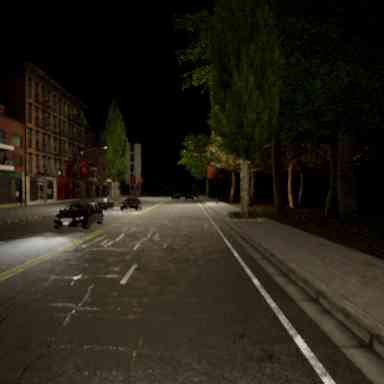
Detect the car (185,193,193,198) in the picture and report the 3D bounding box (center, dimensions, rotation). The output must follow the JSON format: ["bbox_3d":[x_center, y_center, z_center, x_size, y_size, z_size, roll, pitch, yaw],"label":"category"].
[{"bbox_3d":[-0.720,0.949,88.242,1.994,1.385,4.181,0,1,0],"label":"car"}]

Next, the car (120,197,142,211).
[{"bbox_3d":[-6.802,1.349,37.576,1.812,1.442,4.674,0,0,0],"label":"car"}]

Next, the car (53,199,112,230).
[{"bbox_3d":[-6.701,1.388,20.142,2.128,1.511,4.902,0,0,0],"label":"car"}]

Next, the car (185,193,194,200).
[{"bbox_3d":[-0.651,0.966,79.839,2.097,1.767,4.553,0,1,0],"label":"car"}]

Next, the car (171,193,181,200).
[{"bbox_3d":[-3.891,1.162,78.632,2.033,1.411,5.357,0,1,0],"label":"car"}]

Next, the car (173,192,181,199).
[{"bbox_3d":[-3.970,0.926,88.215,2.128,1.511,4.902,0,1,0],"label":"car"}]

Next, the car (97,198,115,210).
[{"bbox_3d":[-10.052,1.374,37.639,2.033,1.411,5.357,0,0,0],"label":"car"}]
